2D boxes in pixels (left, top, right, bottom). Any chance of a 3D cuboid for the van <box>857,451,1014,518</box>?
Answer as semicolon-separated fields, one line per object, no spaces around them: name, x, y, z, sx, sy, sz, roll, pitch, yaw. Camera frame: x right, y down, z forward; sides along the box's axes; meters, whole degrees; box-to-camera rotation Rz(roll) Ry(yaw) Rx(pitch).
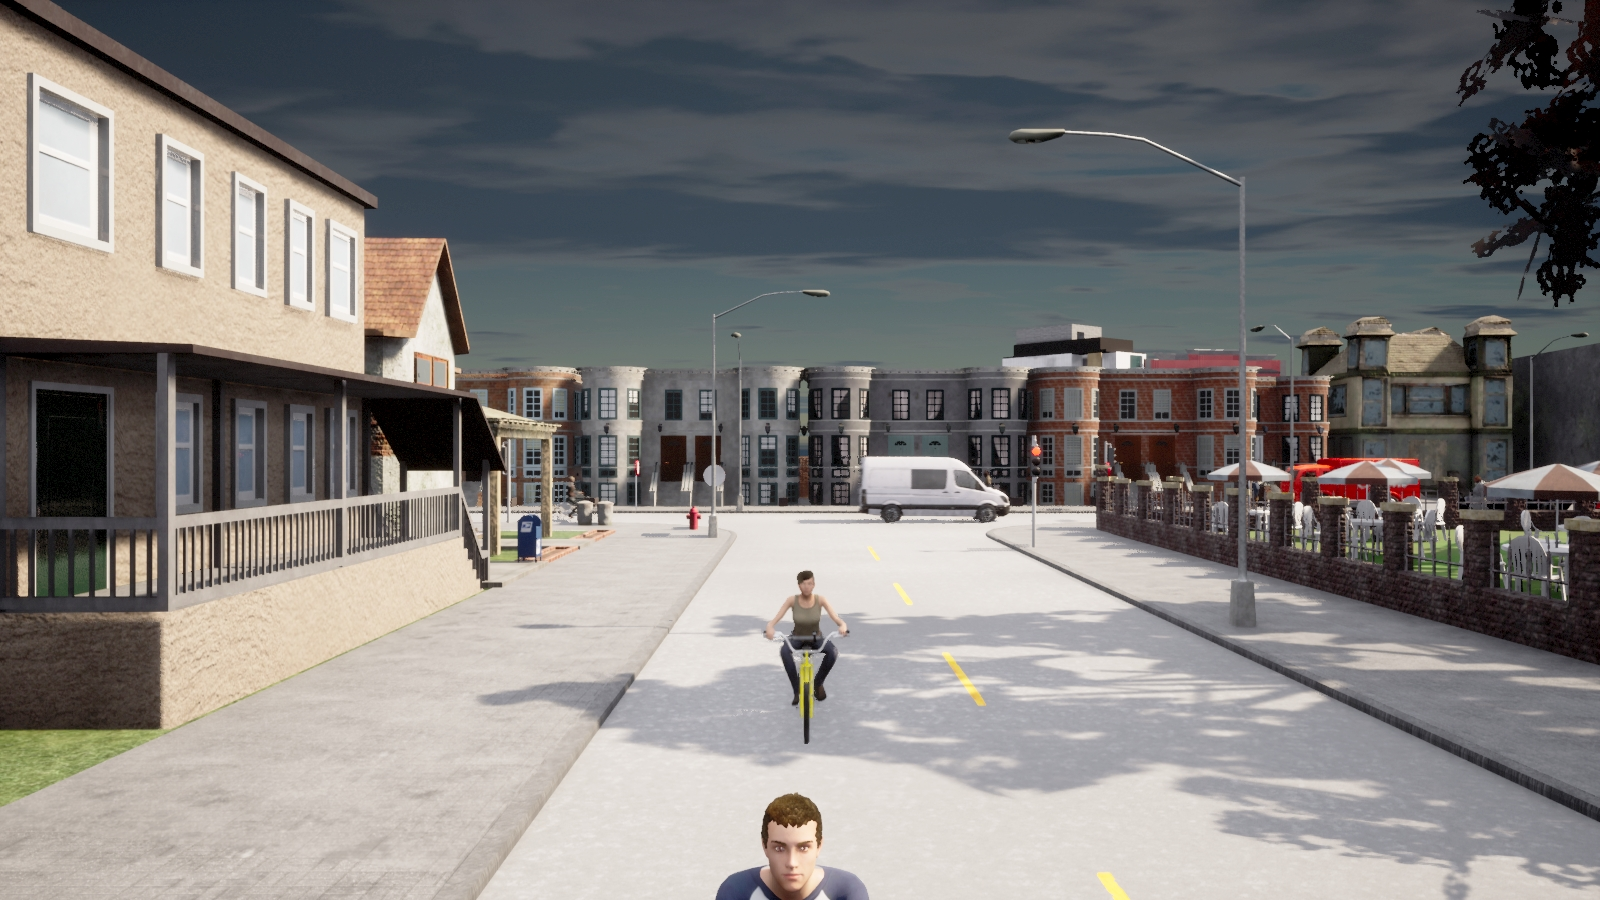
van;5.265;1.333;44.866;5.915;2.561;1.988;0;0;0

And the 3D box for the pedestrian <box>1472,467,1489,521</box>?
pedestrian;23.863;1.540;40.087;0.375;1.860;0.375;0;0;0

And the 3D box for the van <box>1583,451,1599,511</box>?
van;37.194;1.334;48.909;5.915;2.561;1.988;0;0;1

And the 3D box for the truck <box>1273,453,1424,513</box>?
truck;23.374;1.365;48.875;5.204;2.467;2.627;0;0;0

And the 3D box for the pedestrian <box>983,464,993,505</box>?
pedestrian;8.456;1.548;51.291;0.375;1.860;0.375;0;0;23

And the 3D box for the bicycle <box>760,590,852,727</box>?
bicycle;0.068;2.042;11.449;0.859;1.080;1.487;0;1;1

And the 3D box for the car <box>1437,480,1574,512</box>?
car;30.125;1.955;48.889;4.718;1.301;1.895;0;0;0

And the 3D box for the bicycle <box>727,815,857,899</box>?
bicycle;-0.022;1.938;3.212;0.373;1.296;1.643;0;0;0
